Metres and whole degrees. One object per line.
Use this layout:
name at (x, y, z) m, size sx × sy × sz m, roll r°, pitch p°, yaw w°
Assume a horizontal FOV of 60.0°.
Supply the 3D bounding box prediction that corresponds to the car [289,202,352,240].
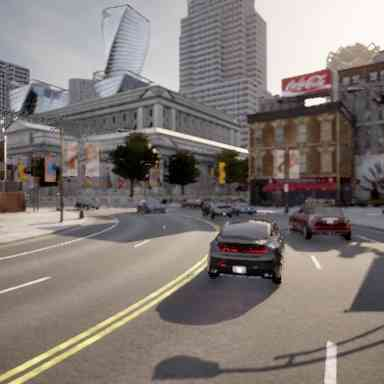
car at (6.592, 1.401, 17.549) m, size 2.097 × 1.767 × 4.553 m, roll 0°, pitch 0°, yaw 5°

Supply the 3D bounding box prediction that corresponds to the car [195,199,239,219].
car at (2.136, 1.612, 29.818) m, size 2.128 × 1.511 × 4.902 m, roll 0°, pitch 0°, yaw -13°

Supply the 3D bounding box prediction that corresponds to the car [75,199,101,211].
car at (-14.447, 1.768, 45.987) m, size 1.837 × 1.490 × 4.892 m, roll 0°, pitch -1°, yaw -43°

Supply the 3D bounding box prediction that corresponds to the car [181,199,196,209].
car at (0.204, 1.734, 49.683) m, size 2.002 × 1.452 × 4.674 m, roll 0°, pitch 0°, yaw -36°

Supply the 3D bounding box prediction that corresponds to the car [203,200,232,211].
car at (3.365, 1.775, 44.902) m, size 1.895 × 1.301 × 4.718 m, roll 0°, pitch 0°, yaw -26°

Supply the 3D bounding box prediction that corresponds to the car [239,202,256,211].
car at (4.640, 1.675, 33.853) m, size 2.033 × 1.411 × 5.357 m, roll 0°, pitch 0°, yaw -17°

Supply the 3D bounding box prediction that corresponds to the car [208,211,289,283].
car at (1.809, 1.542, 9.967) m, size 1.837 × 1.490 × 4.892 m, roll 0°, pitch 0°, yaw 17°

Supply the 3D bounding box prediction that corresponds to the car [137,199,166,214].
car at (-4.642, 1.535, 37.586) m, size 2.097 × 1.767 × 4.553 m, roll 0°, pitch 0°, yaw -27°
